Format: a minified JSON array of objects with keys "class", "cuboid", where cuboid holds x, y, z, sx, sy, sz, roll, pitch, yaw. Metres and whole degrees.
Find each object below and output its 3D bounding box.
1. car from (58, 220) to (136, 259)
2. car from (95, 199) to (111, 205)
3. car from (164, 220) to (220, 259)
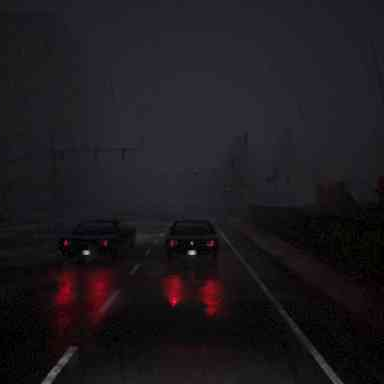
[{"class":"car","cuboid":[-3.479,1.746,13.238,1.895,1.301,4.718,0,-1,0]},{"class":"car","cuboid":[-22.084,2.417,82.407,4.674,1.442,1.812,0,-1,38]},{"class":"car","cuboid":[0.021,1.746,13.233,1.895,1.301,4.718,0,-1,0]}]
